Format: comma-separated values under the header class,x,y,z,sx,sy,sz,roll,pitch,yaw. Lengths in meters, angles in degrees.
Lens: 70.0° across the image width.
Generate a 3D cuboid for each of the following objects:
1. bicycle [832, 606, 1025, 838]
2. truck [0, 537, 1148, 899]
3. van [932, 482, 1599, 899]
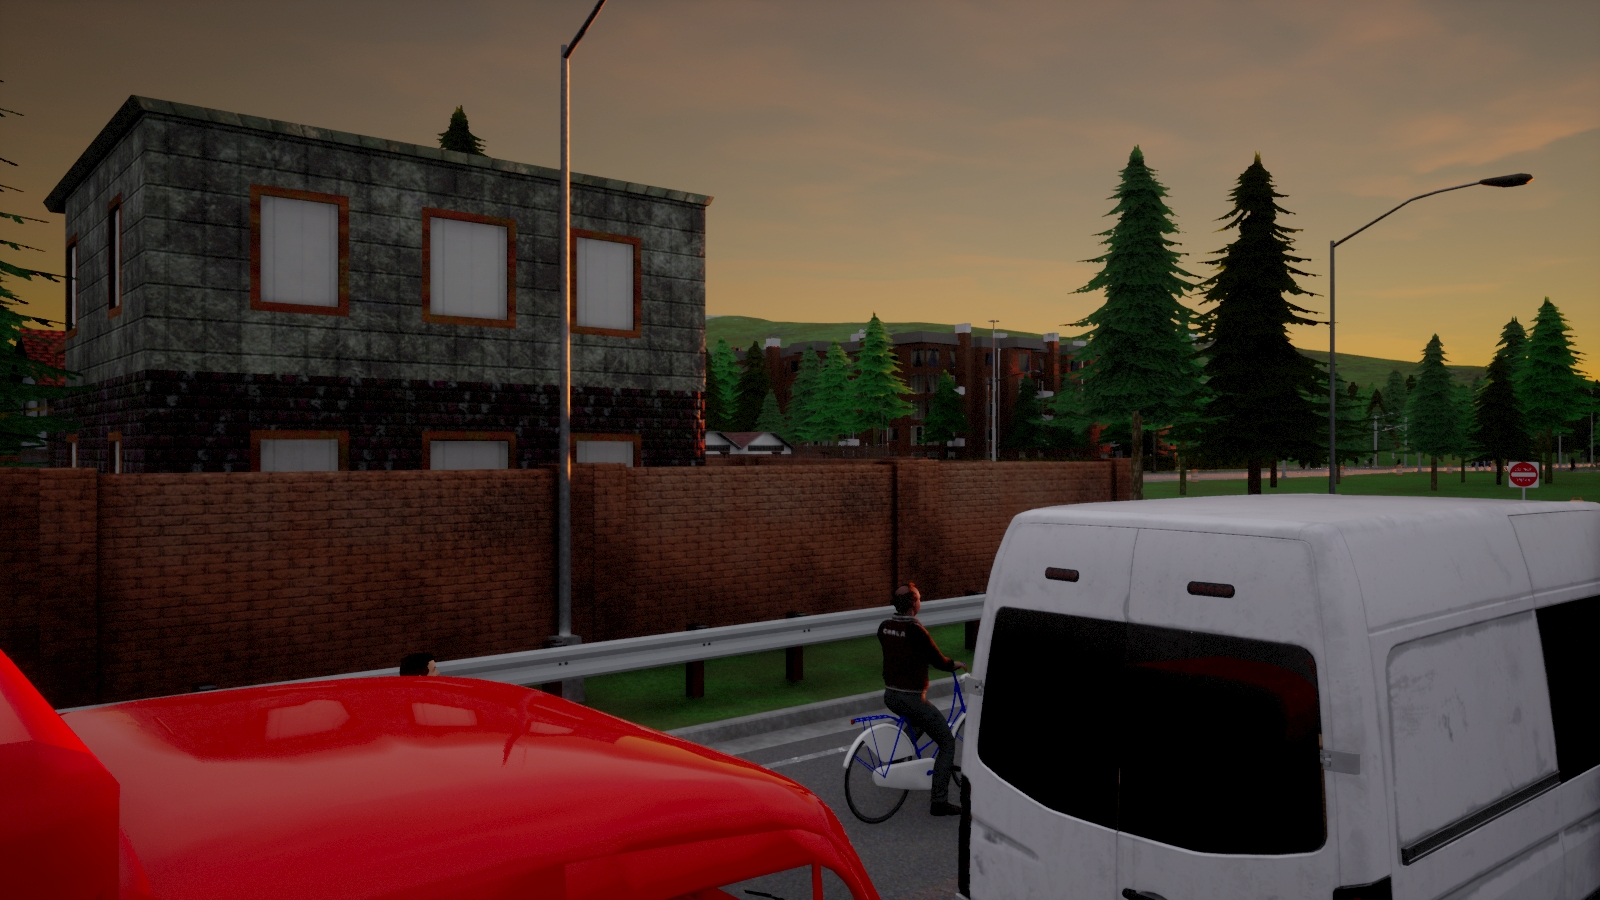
class,x,y,z,sx,sy,sz,roll,pitch,yaw
bicycle,1.045,2.060,8.955,1.835,1.471,0.329,0,0,-40
truck,-2.109,1.568,1.686,5.204,2.467,2.627,0,0,-40
van,3.509,1.534,6.458,5.915,2.561,1.988,0,0,-40
